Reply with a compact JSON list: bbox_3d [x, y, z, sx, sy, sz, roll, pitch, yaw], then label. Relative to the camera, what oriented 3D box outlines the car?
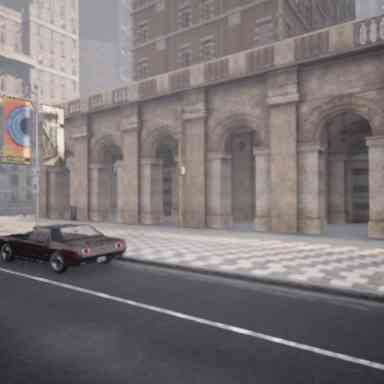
[{"bbox_3d":[-4.473,1.705,11.051,4.718,1.301,1.895,-1,0,35],"label":"car"}]
